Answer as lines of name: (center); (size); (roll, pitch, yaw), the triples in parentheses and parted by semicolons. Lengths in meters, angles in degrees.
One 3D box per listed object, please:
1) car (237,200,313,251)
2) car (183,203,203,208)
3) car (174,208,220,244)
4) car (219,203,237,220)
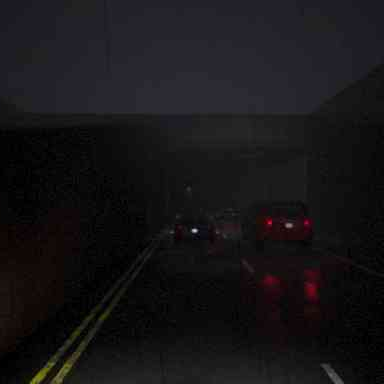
car: (3.620, 1.362, 15.049); (2.150, 2.045, 5.566); (0, -1, 0)
car: (0.138, 1.824, 32.540); (1.812, 1.442, 4.674); (0, -1, 0)
car: (0.123, 1.719, 16.812); (1.994, 1.385, 4.181); (0, -1, 0)
car: (3.647, 1.782, 31.487); (2.128, 1.511, 4.902); (0, -1, 0)
